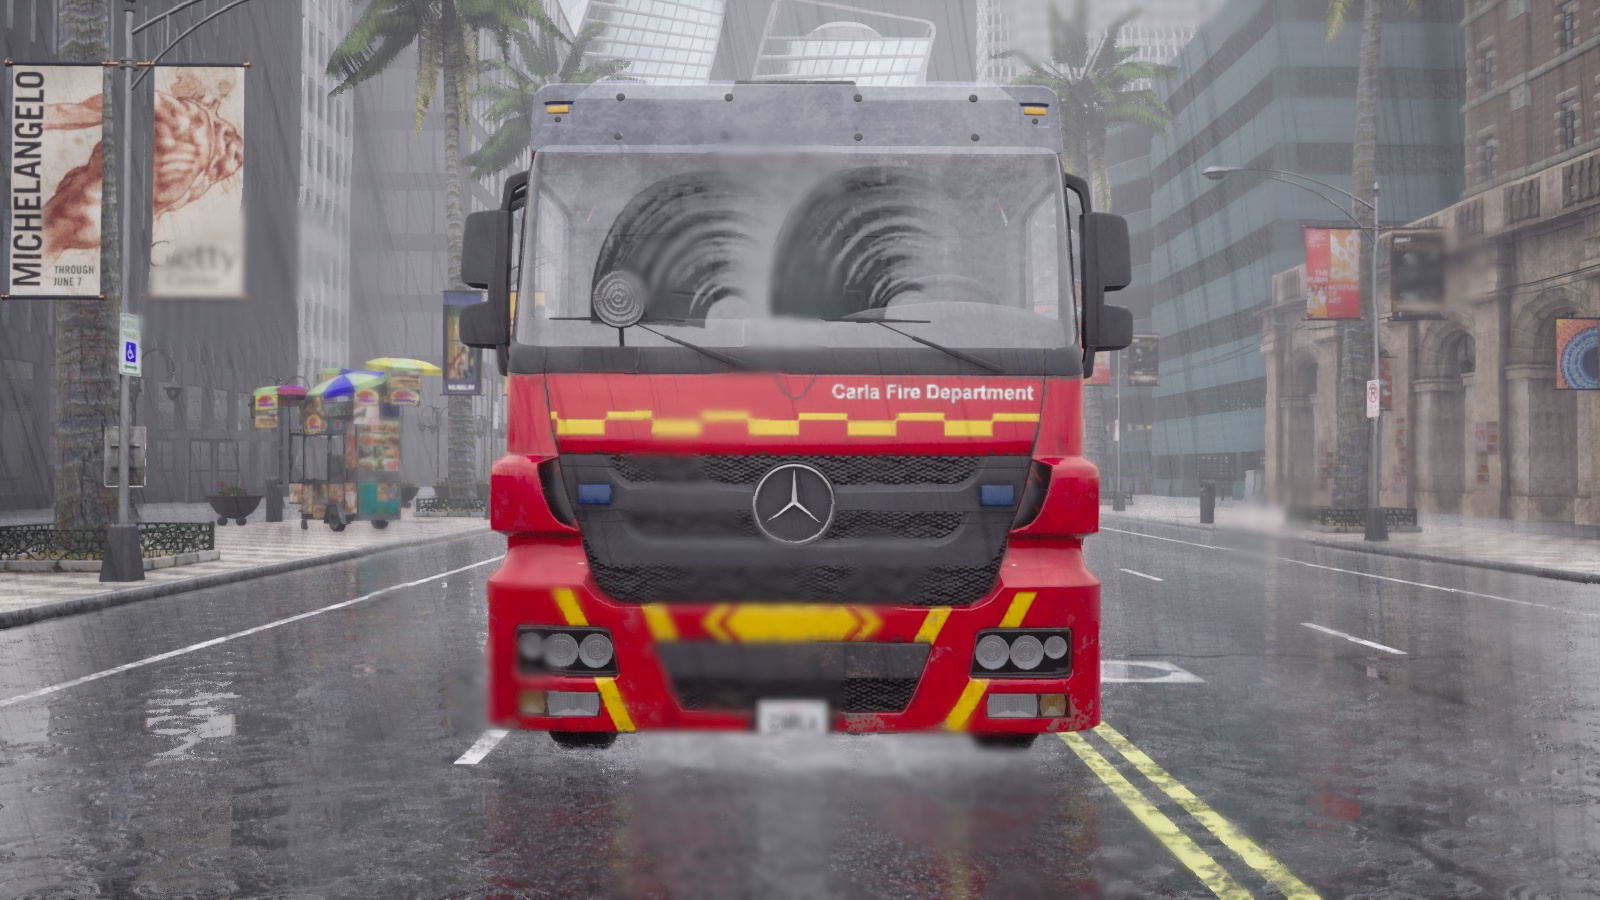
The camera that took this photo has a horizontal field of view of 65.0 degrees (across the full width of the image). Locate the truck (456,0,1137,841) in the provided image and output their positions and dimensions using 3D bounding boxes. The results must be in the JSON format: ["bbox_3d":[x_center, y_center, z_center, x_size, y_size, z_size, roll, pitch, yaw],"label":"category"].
[{"bbox_3d":[-0.025,-0.189,9.594,2.891,3.827,8.468,0,-1,0],"label":"truck"}]
